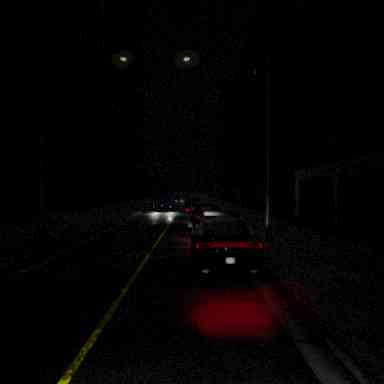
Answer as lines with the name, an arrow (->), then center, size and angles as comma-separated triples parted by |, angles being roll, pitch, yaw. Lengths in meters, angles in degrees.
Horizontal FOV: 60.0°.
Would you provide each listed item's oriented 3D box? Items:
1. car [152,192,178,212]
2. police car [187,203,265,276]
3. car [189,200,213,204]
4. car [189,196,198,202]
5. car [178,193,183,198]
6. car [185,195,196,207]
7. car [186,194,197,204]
car -> -3.116, 1.058, 37.393 | 2.150, 2.045, 5.566 | 0, 0, 0
police car -> 0.895, 1.376, 10.340 | 1.930, 1.638, 5.238 | 0, 0, 0
car -> 0.890, 1.434, 20.231 | 1.812, 1.442, 4.674 | 0, 0, 0
car -> 0.887, 1.361, 26.231 | 1.882, 1.535, 5.008 | 0, 0, 0
car -> -3.041, 0.951, 79.307 | 1.812, 1.442, 4.674 | 0, 0, 0
car -> -0.011, 1.401, 46.947 | 1.895, 1.301, 4.718 | 0, 0, 0
car -> -0.031, 1.224, 60.365 | 1.882, 1.535, 5.008 | 0, 0, 0
